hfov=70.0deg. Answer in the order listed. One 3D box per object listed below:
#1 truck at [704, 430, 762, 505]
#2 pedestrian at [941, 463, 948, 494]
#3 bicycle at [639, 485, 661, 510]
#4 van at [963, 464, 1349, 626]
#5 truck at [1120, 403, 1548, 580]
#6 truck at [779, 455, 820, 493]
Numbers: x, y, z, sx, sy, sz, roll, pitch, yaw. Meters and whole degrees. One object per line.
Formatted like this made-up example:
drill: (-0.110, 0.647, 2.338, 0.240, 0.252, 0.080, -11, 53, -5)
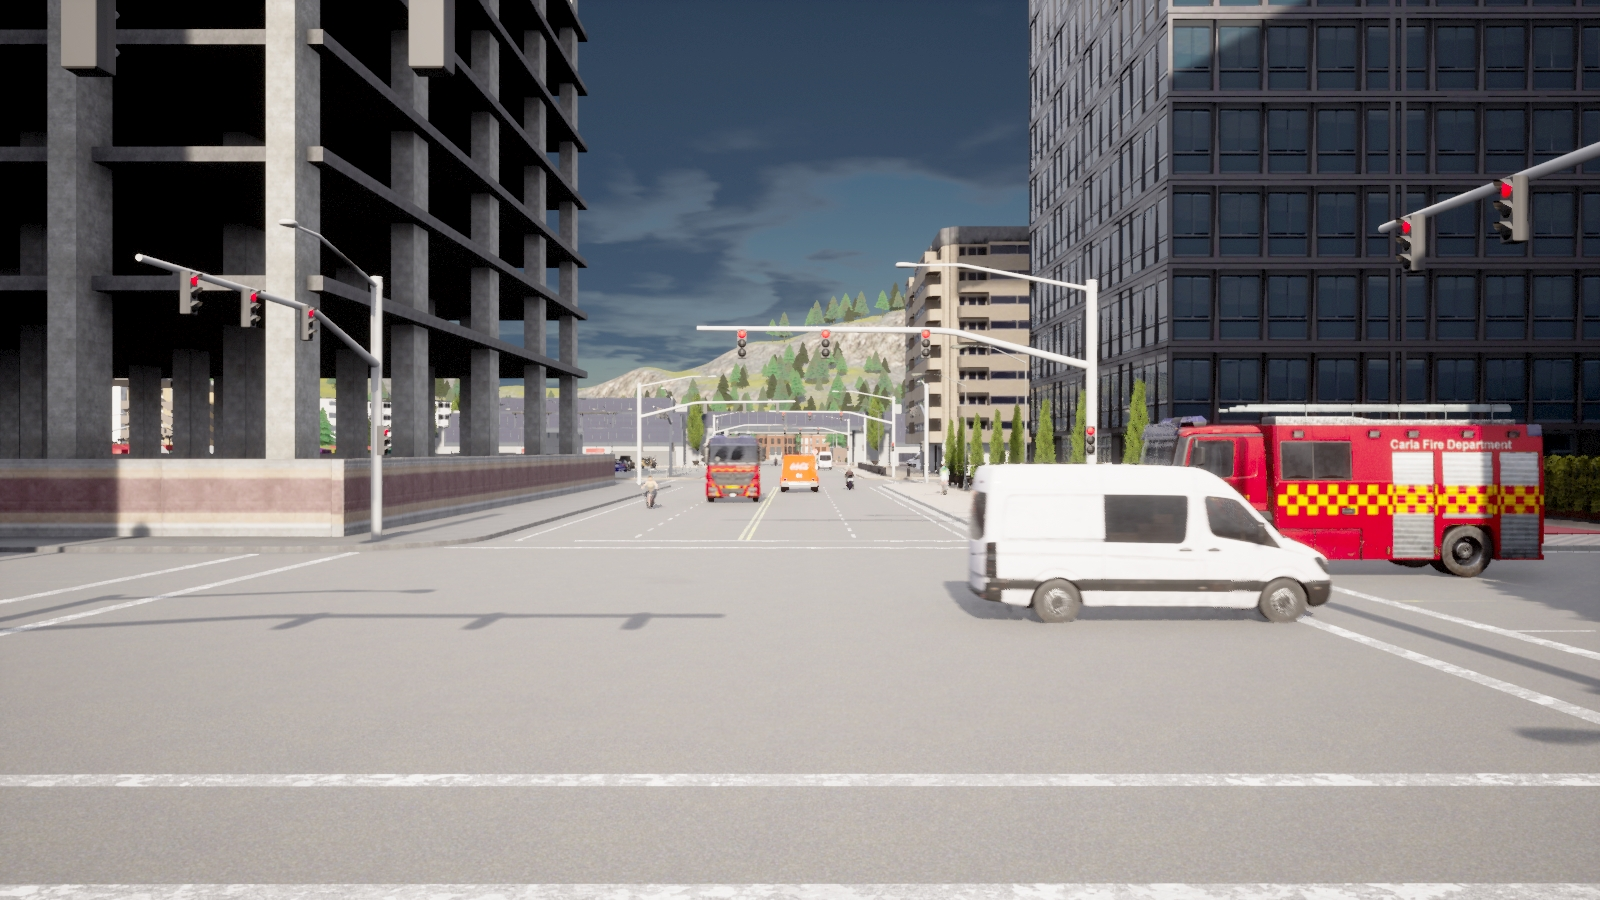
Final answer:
truck: (-3.579, 0.887, 62.827, 2.891, 3.827, 8.468, 0, 0, -2)
pedestrian: (8.614, 1.693, 68.184, 0.375, 1.860, 0.375, 0, 0, -1)
bicycle: (-7.029, 2.230, 53.591, 0.859, 1.126, 1.487, 0, 0, 0)
van: (5.856, 1.533, 19.325, 5.915, 2.561, 1.988, 0, 0, -1)
truck: (11.970, 0.889, 26.163, 8.468, 3.827, 2.891, 0, 0, -1)
truck: (-0.023, 1.564, 76.782, 2.627, 2.467, 5.204, 0, 0, 0)
